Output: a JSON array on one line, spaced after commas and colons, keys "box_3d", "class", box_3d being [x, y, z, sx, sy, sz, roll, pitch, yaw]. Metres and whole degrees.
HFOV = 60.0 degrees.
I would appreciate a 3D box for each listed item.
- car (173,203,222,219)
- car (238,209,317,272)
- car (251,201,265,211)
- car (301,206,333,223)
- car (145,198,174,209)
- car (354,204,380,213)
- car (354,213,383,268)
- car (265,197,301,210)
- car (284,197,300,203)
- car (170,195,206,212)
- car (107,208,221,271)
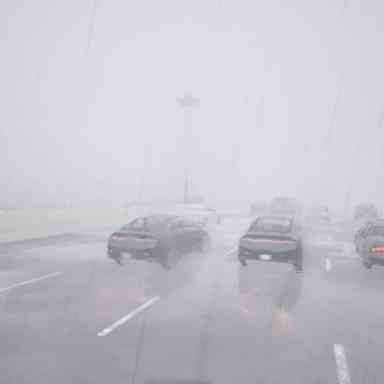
[{"box_3d": [0.586, 1.639, 23.430, 1.812, 1.442, 4.674, 0, 0, 25], "class": "car"}, {"box_3d": [2.922, 1.579, 11.295, 2.128, 1.511, 4.902, 1, 0, 22], "class": "car"}, {"box_3d": [8.321, 1.755, 38.284, 1.882, 1.535, 5.008, 0, 0, 30], "class": "car"}, {"box_3d": [11.079, 1.869, 28.819, 1.895, 1.301, 4.718, 1, 0, 28], "class": "car"}, {"box_3d": [-4.913, 1.676, 50.568, 1.837, 1.490, 4.892, 0, 0, 31], "class": "car"}, {"box_3d": [16.393, 1.851, 31.245, 1.837, 1.490, 4.892, 0, 0, 29], "class": "car"}, {"box_3d": [6.734, 1.681, 11.389, 2.033, 1.411, 5.357, 1, 0, 23], "class": "car"}, {"box_3d": [9.384, 1.490, 33.068, 2.150, 2.045, 5.566, 0, 0, 29], "class": "car"}, {"box_3d": [23.317, 1.811, 77.144, 1.994, 1.385, 4.181, 0, 0, 42], "class": "car"}, {"box_3d": [-0.419, 1.417, 44.510, 2.150, 2.045, 5.566, 0, 0, 31], "class": "car"}, {"box_3d": [-0.862, 1.531, 11.260, 2.128, 1.511, 4.902, 1, 0, 22], "class": "car"}]
